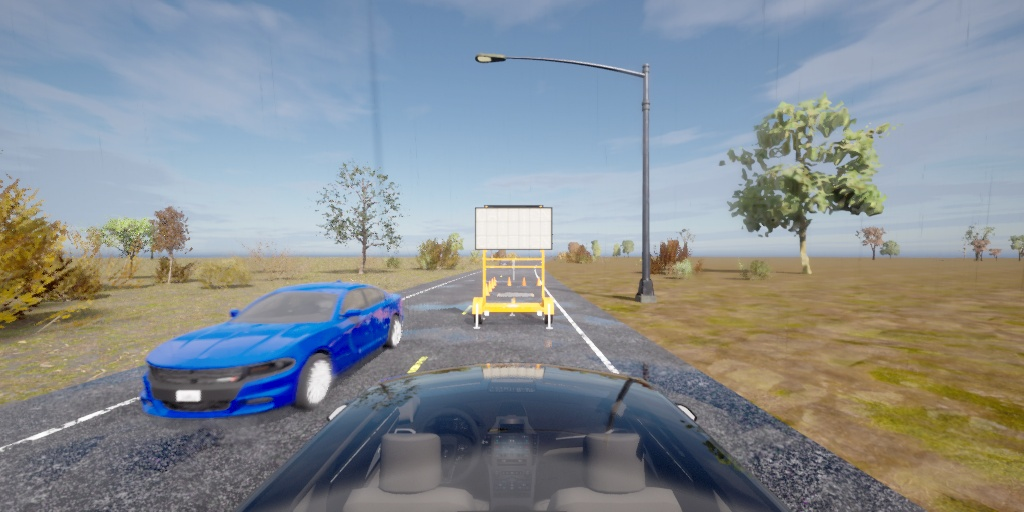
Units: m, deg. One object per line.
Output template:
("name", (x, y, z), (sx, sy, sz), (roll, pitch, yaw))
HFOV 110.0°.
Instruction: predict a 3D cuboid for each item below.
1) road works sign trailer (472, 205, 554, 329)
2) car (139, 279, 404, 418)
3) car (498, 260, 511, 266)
("road works sign trailer", (0.054, 0.214, 11.252), (2.380, 3.560, 2.880), (0, 0, 1))
("car", (-3.449, 1.227, 6.342), (1.882, 1.535, 5.008), (0, 0, 0))
("car", (-1.290, 1.264, 61.212), (1.812, 1.442, 4.674), (0, 0, 4))
